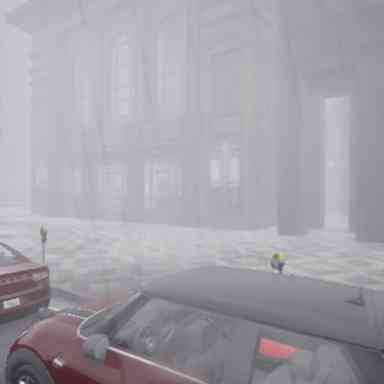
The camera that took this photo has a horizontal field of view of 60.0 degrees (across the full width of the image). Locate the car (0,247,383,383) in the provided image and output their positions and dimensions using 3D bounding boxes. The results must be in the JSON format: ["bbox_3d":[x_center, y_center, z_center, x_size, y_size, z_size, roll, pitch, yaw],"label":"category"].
[{"bbox_3d":[0.080,1.438,3.016,4.097,1.590,1.967,0,0,36],"label":"car"}]

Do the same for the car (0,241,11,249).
[{"bbox_3d":[-4.518,1.534,6.297,4.507,1.381,1.887,0,0,36],"label":"car"}]
